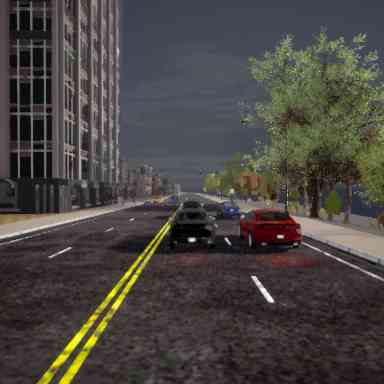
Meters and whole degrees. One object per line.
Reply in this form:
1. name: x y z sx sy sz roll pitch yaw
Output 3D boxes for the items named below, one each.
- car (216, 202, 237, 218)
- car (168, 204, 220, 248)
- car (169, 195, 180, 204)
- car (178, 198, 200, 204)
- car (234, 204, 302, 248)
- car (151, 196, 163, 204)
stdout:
1. car: 3.250 1.556 29.653 2.033 1.411 5.357 0 0 0
2. car: 0.000 1.512 14.652 1.837 1.490 4.892 0 0 0
3. car: -3.250 1.394 62.654 2.097 1.767 4.553 0 0 0
4. car: 0.000 1.478 29.652 1.882 1.535 5.008 0 0 0
5. car: 3.250 1.480 14.652 1.882 1.535 5.008 0 0 0
6. car: -6.501 1.503 62.625 1.882 1.535 5.008 0 0 0
